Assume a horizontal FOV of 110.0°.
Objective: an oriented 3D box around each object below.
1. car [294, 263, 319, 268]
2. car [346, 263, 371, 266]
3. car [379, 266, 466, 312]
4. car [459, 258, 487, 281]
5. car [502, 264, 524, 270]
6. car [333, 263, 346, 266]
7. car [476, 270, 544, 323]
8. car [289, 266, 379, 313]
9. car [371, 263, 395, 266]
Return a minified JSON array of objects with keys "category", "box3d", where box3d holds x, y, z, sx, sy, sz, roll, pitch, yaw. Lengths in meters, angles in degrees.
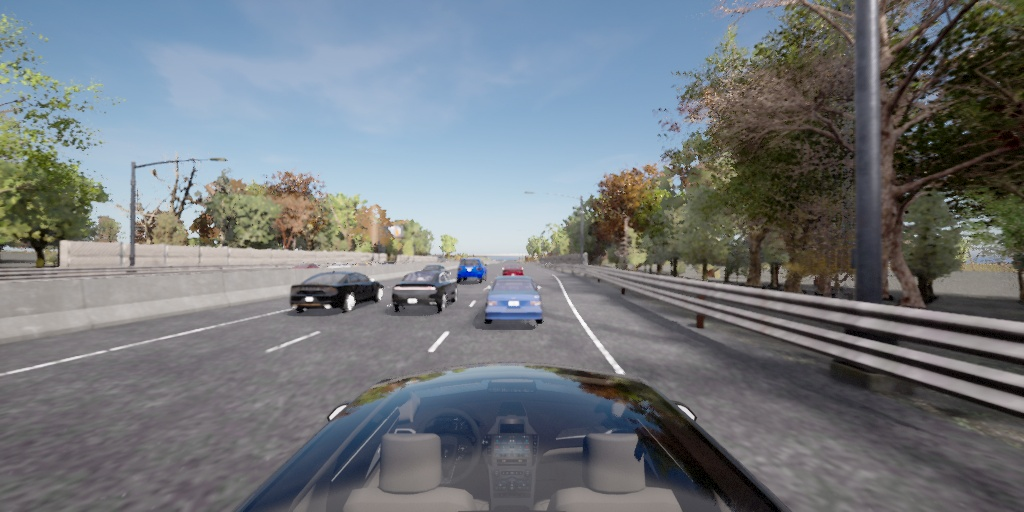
[{"category":"car","box3d":[-28.058,1.712,48.849,1.812,1.442,4.674,0,0,0]},{"category":"car","box3d":[-21.086,1.686,50.922,1.882,1.535,5.008,0,-1,0]},{"category":"car","box3d":[-3.427,1.358,14.809,2.128,1.511,4.902,0,0,0]},{"category":"car","box3d":[-3.422,1.239,31.375,2.150,2.045,5.566,0,-1,0]},{"category":"car","box3d":[0.081,1.521,33.924,1.882,1.535,5.008,0,-1,0]},{"category":"car","box3d":[-24.584,1.733,50.912,1.812,1.442,4.674,0,-1,0]},{"category":"car","box3d":[0.066,1.393,12.541,2.033,1.411,5.357,0,0,0]},{"category":"car","box3d":[-6.926,1.343,14.750,1.882,1.535,5.008,0,0,0]},{"category":"car","box3d":[-17.589,1.756,50.909,2.033,1.411,5.357,0,-1,0]}]
